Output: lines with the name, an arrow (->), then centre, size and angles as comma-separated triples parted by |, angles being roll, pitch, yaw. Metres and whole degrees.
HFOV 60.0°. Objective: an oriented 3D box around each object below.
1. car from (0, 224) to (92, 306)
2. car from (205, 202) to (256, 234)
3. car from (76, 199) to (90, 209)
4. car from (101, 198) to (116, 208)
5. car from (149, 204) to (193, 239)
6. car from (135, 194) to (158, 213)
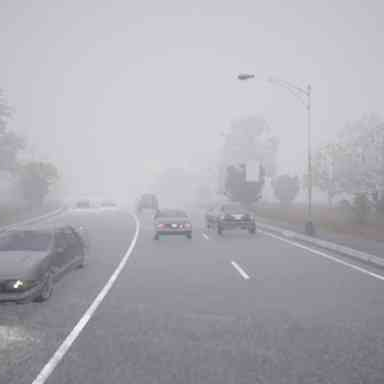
car -> -3.974, 1.563, 8.453 | 2.033, 1.411, 5.357 | 0, 0, -4
car -> 2.106, 1.364, 19.412 | 2.097, 1.767, 4.553 | 0, 0, -7
car -> -15.587, 1.657, 47.701 | 1.895, 1.301, 4.718 | 0, 0, -18
car -> -12.345, 1.620, 48.995 | 1.994, 1.385, 4.181 | 0, 0, -18
car -> -1.108, 1.564, 17.467 | 2.033, 1.411, 5.357 | 0, 0, -7
car -> -5.257, 1.262, 38.367 | 2.150, 2.045, 5.566 | 0, 0, -15
